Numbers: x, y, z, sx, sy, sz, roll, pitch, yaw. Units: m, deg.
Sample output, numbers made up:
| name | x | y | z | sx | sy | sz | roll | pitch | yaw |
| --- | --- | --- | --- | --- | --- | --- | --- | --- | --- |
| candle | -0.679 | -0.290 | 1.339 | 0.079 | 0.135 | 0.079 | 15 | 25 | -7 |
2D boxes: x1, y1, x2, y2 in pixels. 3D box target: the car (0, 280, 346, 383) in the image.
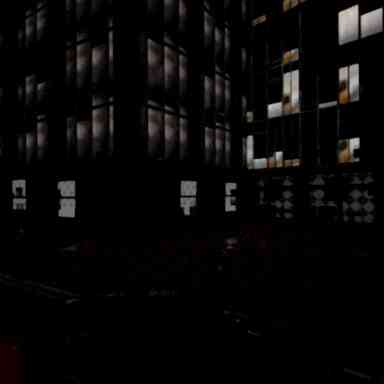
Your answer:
| name | x | y | z | sx | sy | sz | roll | pitch | yaw |
| --- | --- | --- | --- | --- | --- | --- | --- | --- | --- |
| car | -0.659 | 1.604 | 3.343 | 4.206 | 1.307 | 1.802 | -1 | 0 | 35 |
